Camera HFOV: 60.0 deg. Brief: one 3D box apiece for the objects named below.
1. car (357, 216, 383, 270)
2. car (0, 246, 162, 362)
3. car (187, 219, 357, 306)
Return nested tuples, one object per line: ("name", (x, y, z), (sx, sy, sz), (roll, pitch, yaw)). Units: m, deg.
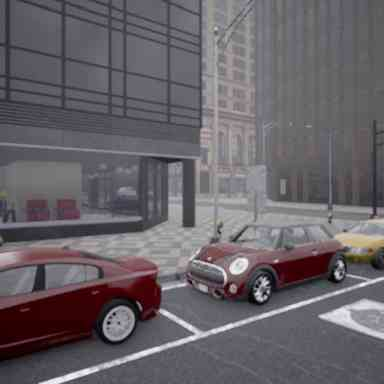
("car", (6.153, 1.513, 11.025), (4.829, 1.417, 1.752), (0, 0, -35))
("car", (-2.599, 1.544, 4.793), (4.507, 1.381, 1.887), (0, 0, -35))
("car", (1.846, 1.433, 7.959), (4.097, 1.590, 1.967), (0, 0, -35))
